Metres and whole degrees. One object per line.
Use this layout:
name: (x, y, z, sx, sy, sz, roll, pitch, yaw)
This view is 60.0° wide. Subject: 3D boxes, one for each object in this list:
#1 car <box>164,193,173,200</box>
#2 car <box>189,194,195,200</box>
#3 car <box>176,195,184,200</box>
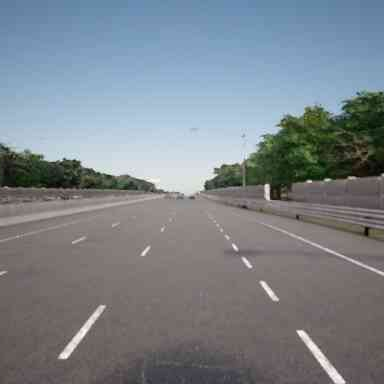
car: (-7.034, 1.555, 94.631, 2.128, 1.511, 4.902, 0, 0, 0)
car: (-0.034, 1.508, 94.633, 1.882, 1.535, 5.008, 0, 0, 0)
car: (-3.534, 1.556, 95.048, 1.812, 1.442, 4.674, 0, 0, 0)
